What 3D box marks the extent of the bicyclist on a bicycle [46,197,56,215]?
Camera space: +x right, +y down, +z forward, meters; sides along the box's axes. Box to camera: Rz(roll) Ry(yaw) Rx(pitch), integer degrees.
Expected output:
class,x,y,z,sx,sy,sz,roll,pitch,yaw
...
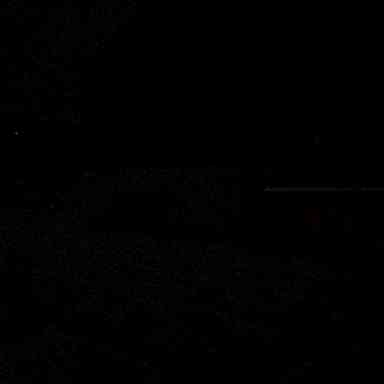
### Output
class,x,y,z,sx,sy,sz,roll,pitch,yaw
bicyclist on a bicycle,-12.725,1.301,29.949,1.656,1.620,0.582,0,0,35
